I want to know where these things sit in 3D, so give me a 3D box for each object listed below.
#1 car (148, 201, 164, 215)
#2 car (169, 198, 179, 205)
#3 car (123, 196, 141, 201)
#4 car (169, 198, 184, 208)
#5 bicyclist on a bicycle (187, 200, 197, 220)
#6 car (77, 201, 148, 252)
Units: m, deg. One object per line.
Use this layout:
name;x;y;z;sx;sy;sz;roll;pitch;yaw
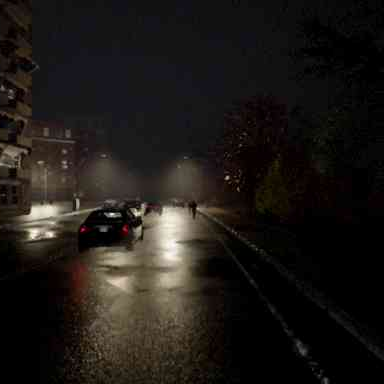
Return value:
car;-4.253;1.784;37.342;1.837;1.490;4.892;0;0;-3
car;-4.076;2.070;73.879;2.033;1.411;5.357;0;0;-6
car;-8.210;1.567;45.736;2.150;2.045;5.566;0;-1;-4
car;-2.300;1.898;56.001;2.128;1.511;4.902;0;0;-4
bicyclist on a bicycle;0.182;1.590;29.758;0.659;1.776;1.843;0;0;-3
car;-3.356;1.463;14.590;2.097;1.767;4.553;0;0;-1
